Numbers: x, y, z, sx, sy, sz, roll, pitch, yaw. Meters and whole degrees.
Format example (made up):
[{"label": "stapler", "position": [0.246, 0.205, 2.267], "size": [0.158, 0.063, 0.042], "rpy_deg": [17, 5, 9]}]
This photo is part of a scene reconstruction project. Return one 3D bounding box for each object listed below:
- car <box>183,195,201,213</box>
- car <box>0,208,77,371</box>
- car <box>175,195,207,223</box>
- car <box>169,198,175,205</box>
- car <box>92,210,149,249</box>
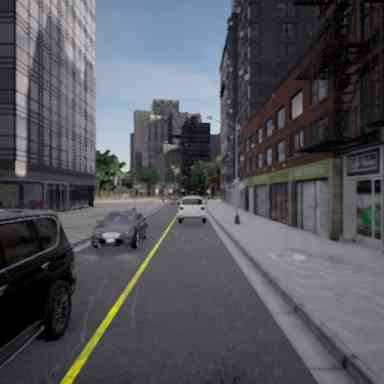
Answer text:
[{"label": "car", "position": [0.015, 1.417, 42.137], "size": [2.150, 2.045, 5.566], "rpy_deg": [0, 0, 0]}, {"label": "car", "position": [-3.102, 1.256, 3.693], "size": [2.150, 2.045, 5.566], "rpy_deg": [0, -1, 0]}, {"label": "car", "position": [0.042, 1.389, 27.242], "size": [2.150, 2.045, 5.566], "rpy_deg": [0, 0, 0]}, {"label": "car", "position": [-3.144, 1.733, 61.174], "size": [1.895, 1.301, 4.718], "rpy_deg": [0, 0, 0]}, {"label": "car", "position": [-3.115, 1.596, 15.202], "size": [2.128, 1.511, 4.902], "rpy_deg": [0, 0, 0]}]
